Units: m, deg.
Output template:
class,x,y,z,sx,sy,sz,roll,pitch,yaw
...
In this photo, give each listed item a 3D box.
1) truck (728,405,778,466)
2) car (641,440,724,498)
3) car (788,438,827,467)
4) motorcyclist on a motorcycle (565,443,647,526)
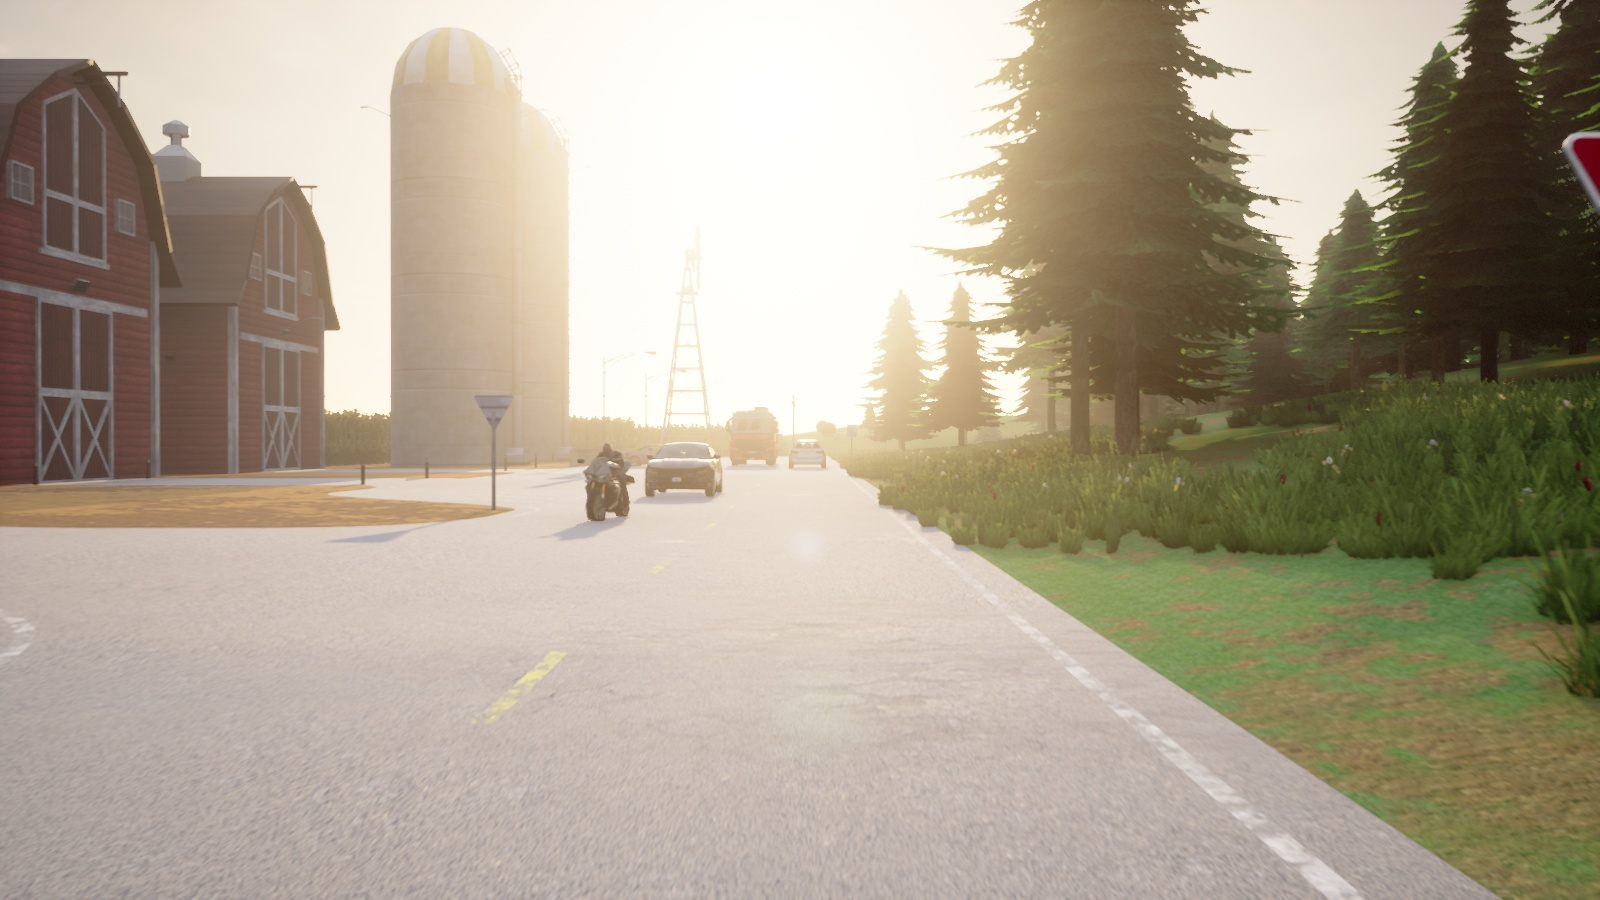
class,x,y,z,sx,sy,sz,roll,pitch,yaw
truck,-3.014,-0.912,82.850,2.891,3.827,8.468,0,0,0
car,-3.281,0.509,35.857,1.882,1.535,5.008,0,0,0
car,0.437,0.150,74.276,2.242,1.667,4.611,0,0,0
motorcyclist on a motorcycle,-3.724,0.634,24.277,0.866,1.530,2.191,-1,0,11
